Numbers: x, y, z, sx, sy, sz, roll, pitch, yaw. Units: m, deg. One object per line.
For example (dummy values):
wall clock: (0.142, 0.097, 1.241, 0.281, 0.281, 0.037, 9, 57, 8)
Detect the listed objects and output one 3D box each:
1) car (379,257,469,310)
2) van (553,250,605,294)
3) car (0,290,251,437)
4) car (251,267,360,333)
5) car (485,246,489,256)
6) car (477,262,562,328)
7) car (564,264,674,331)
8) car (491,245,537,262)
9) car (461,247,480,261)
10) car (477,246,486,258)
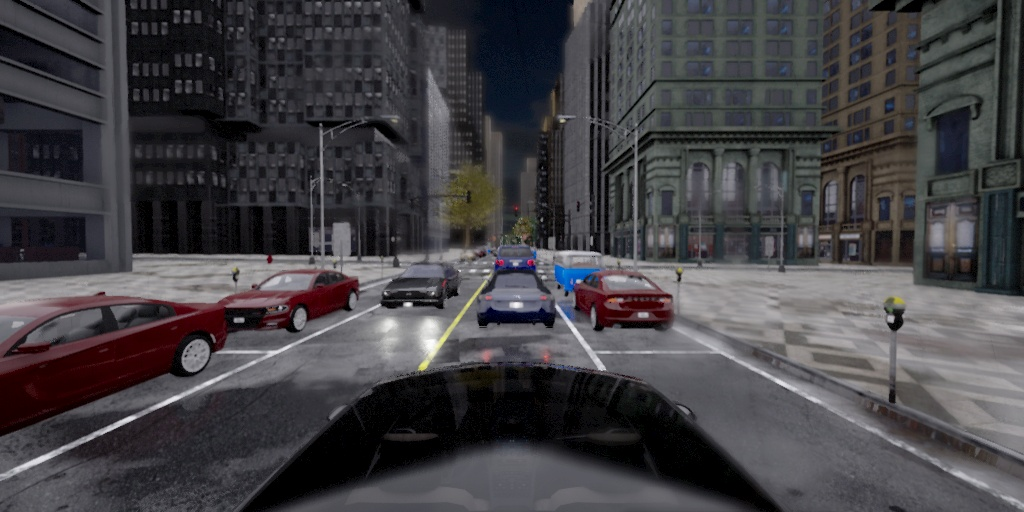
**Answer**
car: (-3.010, 0.951, 13.067, 2.033, 1.411, 5.357, 0, 2, 0)
van: (2.777, 0.675, 15.356, 1.690, 1.789, 3.998, 0, 0, 0)
car: (-5.778, 1.215, 4.329, 1.888, 1.381, 4.507, 0, 0, 0)
car: (-5.779, 1.046, 9.852, 1.888, 1.381, 4.507, 0, 0, 0)
car: (-5.762, -0.801, 63.790, 2.192, 1.841, 5.009, 0, 0, 0)
car: (0.100, 1.050, 10.344, 1.994, 1.385, 4.181, 0, 2, 0)
car: (2.776, 1.047, 9.834, 1.888, 1.381, 4.507, 0, 0, 0)
car: (0.121, 0.409, 20.167, 2.150, 2.045, 5.566, 0, 2, -1)
car: (-5.768, -0.120, 47.757, 1.751, 1.417, 4.829, 0, 0, 0)
car: (-5.762, -0.414, 58.503, 1.888, 1.381, 4.507, 0, 0, 0)
